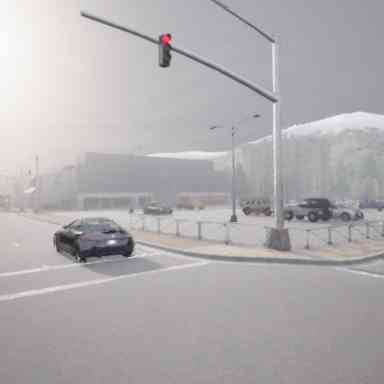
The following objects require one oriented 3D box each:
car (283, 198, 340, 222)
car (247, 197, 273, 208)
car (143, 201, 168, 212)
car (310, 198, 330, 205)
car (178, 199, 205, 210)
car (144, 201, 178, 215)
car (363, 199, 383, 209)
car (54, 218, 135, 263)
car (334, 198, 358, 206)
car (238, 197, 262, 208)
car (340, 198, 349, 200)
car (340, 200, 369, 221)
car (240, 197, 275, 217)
[{"bbox_3d":[9.368,1.406,26.846,1.905,1.878,3.866,0,-1,-36],"label":"car"},{"bbox_3d":[12.327,1.858,60.598,1.932,1.855,4.605,0,-1,-36],"label":"car"},{"bbox_3d":[-5.188,2.029,47.073,1.970,1.475,3.806,0,-1,-36],"label":"car"},{"bbox_3d":[27.491,2.089,71.343,1.845,1.501,3.633,0,-1,-36],"label":"car"},{"bbox_3d":[-0.171,1.942,51.087,2.152,1.636,5.027,0,-1,-36],"label":"car"},{"bbox_3d":[-4.041,1.971,39.213,2.007,1.523,4.514,0,-1,-36],"label":"car"},{"bbox_3d":[26.098,1.723,47.655,1.845,1.501,3.633,0,-1,-36],"label":"car"},{"bbox_3d":[-3.825,1.672,12.657,1.994,1.385,4.181,0,-1,-36],"label":"car"},{"bbox_3d":[29.409,1.967,63.581,1.970,1.475,3.806,0,-1,-36],"label":"car"},{"bbox_3d":[10.210,1.836,58.566,1.905,1.878,3.866,0,-1,-36],"label":"car"},{"bbox_3d":[17.964,1.725,41.849,2.007,1.523,4.514,0,-1,-36],"label":"car"},{"bbox_3d":[12.427,1.671,28.289,1.970,1.475,3.806,0,-1,-36],"label":"car"},{"bbox_3d":[7.438,1.566,35.150,1.932,1.855,4.605,0,-1,-36],"label":"car"}]
